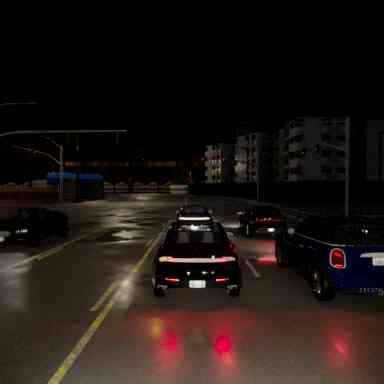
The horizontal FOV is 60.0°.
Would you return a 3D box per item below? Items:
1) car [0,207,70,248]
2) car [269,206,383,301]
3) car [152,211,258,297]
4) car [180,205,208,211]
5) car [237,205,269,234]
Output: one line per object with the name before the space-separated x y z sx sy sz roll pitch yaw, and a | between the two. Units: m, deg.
car | -7.038 1.460 14.691 2.128 1.511 4.902 0 0 1
car | 3.607 1.347 8.488 2.097 1.767 4.553 0 0 0
car | 0.106 1.487 8.581 2.128 1.511 4.902 0 0 0
car | 0.116 1.448 17.994 2.128 1.511 4.902 0 0 0
car | 3.615 1.467 17.610 1.837 1.490 4.892 0 0 0
